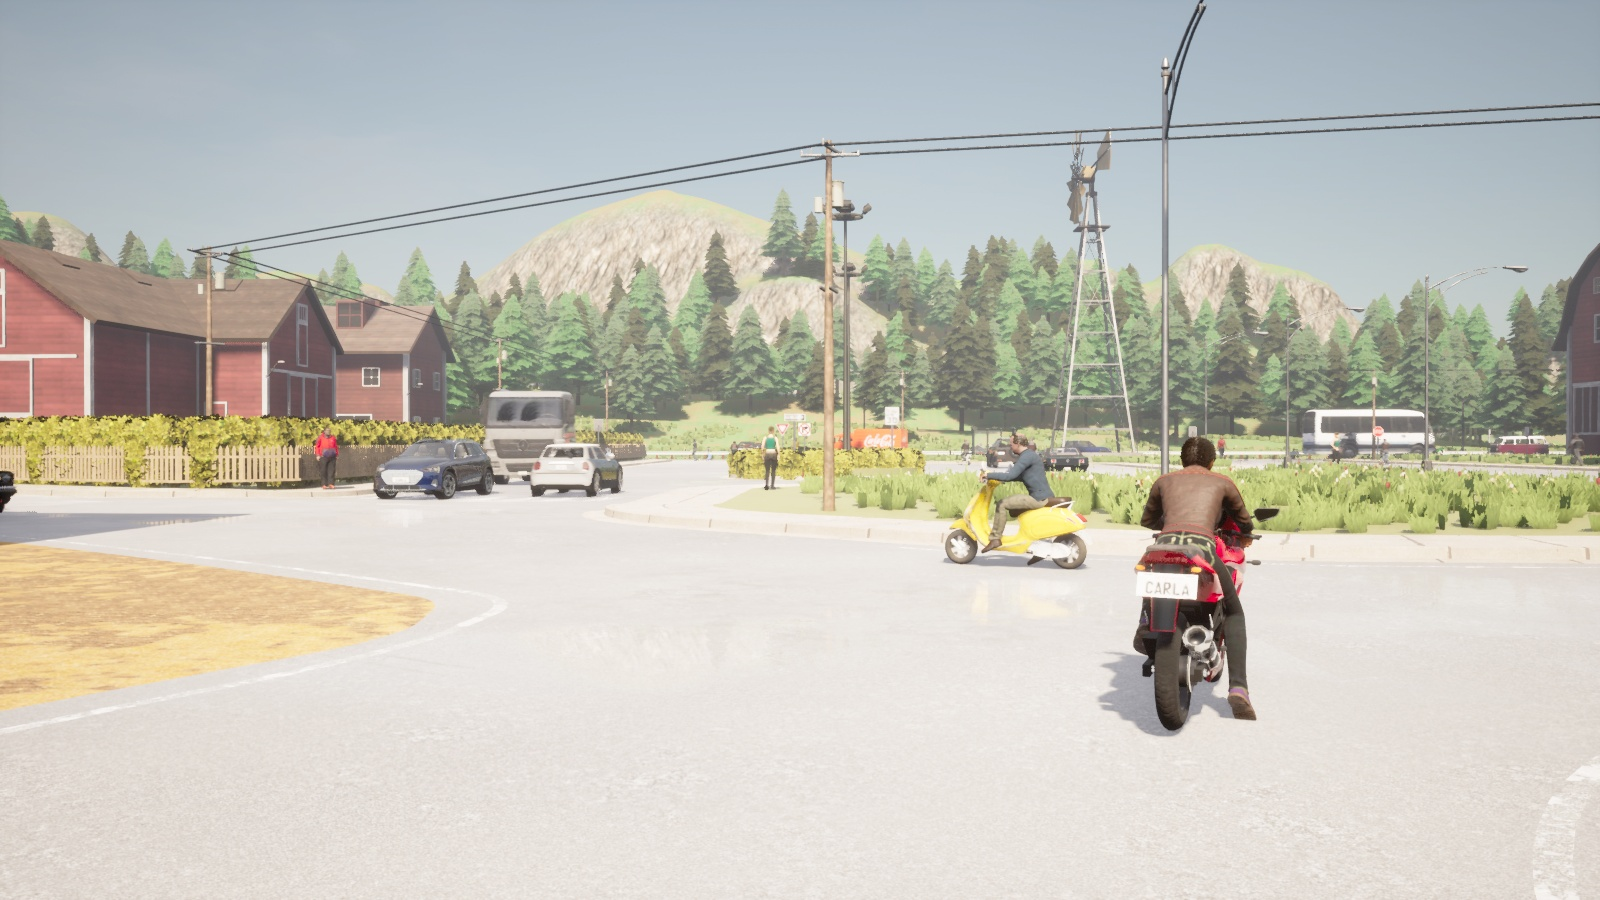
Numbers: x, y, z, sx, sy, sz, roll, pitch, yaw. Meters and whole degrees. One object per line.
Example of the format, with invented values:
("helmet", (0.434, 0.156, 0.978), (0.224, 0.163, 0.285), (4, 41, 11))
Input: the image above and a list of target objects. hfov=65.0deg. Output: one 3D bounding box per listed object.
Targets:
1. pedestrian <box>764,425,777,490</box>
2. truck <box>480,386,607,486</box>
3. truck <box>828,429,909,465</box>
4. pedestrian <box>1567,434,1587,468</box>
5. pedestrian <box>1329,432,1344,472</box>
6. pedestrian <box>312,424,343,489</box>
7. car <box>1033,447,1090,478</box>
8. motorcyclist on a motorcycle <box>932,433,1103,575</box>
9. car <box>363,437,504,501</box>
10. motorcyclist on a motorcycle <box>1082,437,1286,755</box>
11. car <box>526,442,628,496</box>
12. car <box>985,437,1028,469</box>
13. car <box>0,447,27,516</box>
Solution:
("pedestrian", (-0.829, 0.199, 35.822), (0.345, 1.836, 0.594), (0, 0, 2))
("truck", (-9.447, -0.510, 47.270), (2.891, 3.462, 7.936), (0, 0, 2))
("truck", (4.826, -0.235, 87.910), (5.204, 2.467, 2.627), (0, 0, 18))
("pedestrian", (43.256, 0.040, 69.913), (0.563, 1.883, 0.849), (0, 0, -7))
("pedestrian", (25.114, 0.090, 58.762), (0.345, 1.836, 0.594), (0, 0, -15))
("pedestrian", (-13.643, 0.186, 36.256), (0.634, 1.844, 0.899), (0, 0, -37))
("car", (11.755, 0.537, 56.652), (1.895, 1.301, 4.718), (0, 0, 4))
("motorcyclist on a motorcycle", (2.569, 0.598, 14.846), (1.817, 1.590, 0.866), (0, 1, 27))
("car", (-10.056, 0.470, 34.895), (2.033, 1.649, 4.856), (0, 0, 7))
("motorcyclist on a motorcycle", (2.227, 0.687, 7.090), (0.797, 1.523, 2.044), (0, 1, 26))
("car", (-6.392, 0.501, 36.436), (1.970, 1.475, 3.806), (0, 0, 6))
("car", (12.299, 0.151, 75.192), (1.932, 1.855, 4.605), (0, 1, 2))
("car", (-17.486, 0.593, 24.653), (4.718, 1.301, 1.895), (0, 0, 30))
